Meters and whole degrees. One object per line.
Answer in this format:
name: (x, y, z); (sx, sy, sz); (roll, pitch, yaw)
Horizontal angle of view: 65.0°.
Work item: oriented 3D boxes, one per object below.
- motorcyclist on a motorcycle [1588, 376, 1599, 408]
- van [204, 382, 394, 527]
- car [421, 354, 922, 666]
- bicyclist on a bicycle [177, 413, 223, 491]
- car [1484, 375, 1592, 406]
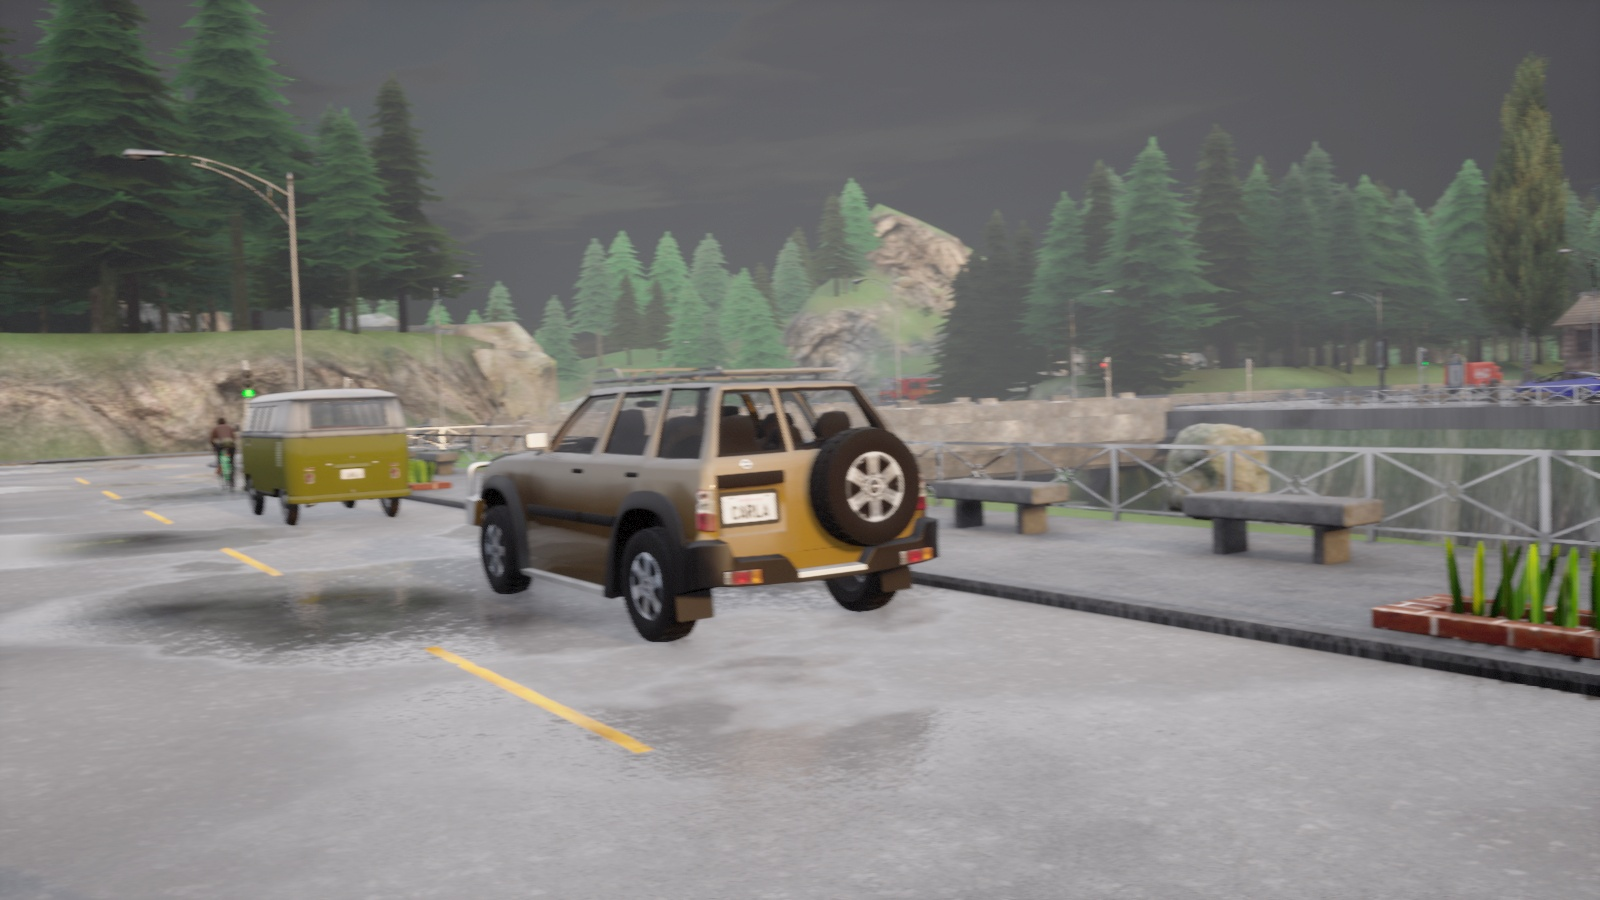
motorcyclist on a motorcycle: (39.105, -2.776, 60.086); (0.866, 1.530, 2.191); (-3, 3, -34)
van: (-8.001, -0.005, 19.811); (1.775, 1.987, 4.442); (-3, 3, -34)
car: (-1.281, 0.278, 9.930); (1.932, 1.855, 4.605); (-3, 3, -34)
bicyclist on a bicycle: (-12.982, 0.033, 27.143); (0.582, 1.620, 1.656); (-3, 3, -34)
car: (39.281, -3.157, 66.913); (2.007, 1.525, 4.514); (-3, 3, -34)
